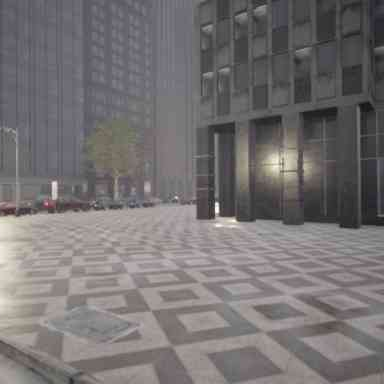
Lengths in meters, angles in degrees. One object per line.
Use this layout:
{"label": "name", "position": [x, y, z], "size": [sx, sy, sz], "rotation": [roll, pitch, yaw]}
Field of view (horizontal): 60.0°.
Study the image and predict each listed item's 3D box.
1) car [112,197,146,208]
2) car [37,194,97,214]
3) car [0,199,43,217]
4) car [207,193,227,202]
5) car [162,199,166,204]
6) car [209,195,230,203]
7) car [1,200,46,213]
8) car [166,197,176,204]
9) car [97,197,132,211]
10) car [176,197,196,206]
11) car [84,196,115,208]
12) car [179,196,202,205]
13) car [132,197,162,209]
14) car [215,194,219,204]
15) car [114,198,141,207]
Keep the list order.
{"label": "car", "position": [-9.356, 1.481, 49.717], "size": [2.128, 1.511, 4.902], "rotation": [-1, 0, 35]}
{"label": "car", "position": [-12.870, 1.278, 34.546], "size": [2.192, 1.841, 5.009], "rotation": [-1, 0, 35]}
{"label": "car", "position": [-16.078, 1.565, 29.909], "size": [1.802, 1.307, 4.206], "rotation": [-1, 0, 35]}
{"label": "car", "position": [5.808, 1.280, 76.493], "size": [2.192, 1.841, 5.009], "rotation": [-1, 0, 35]}
{"label": "car", "position": [-7.129, 1.529, 57.806], "size": [1.752, 1.417, 4.829], "rotation": [-1, 0, 35]}
{"label": "car", "position": [5.462, 1.402, 65.534], "size": [2.128, 1.511, 4.902], "rotation": [-1, 0, 35]}
{"label": "car", "position": [-19.874, 1.627, 39.401], "size": [1.947, 1.339, 4.313], "rotation": [-1, 0, 35]}
{"label": "car", "position": [-3.822, 1.558, 62.583], "size": [1.947, 1.339, 4.313], "rotation": [-1, 0, 35]}
{"label": "car", "position": [-9.658, 1.513, 39.181], "size": [1.947, 1.339, 4.313], "rotation": [-1, 0, 35]}
{"label": "car", "position": [-0.028, 1.450, 53.088], "size": [1.887, 1.381, 4.507], "rotation": [-1, 0, 35]}
{"label": "car", "position": [-13.455, 1.469, 48.673], "size": [1.967, 1.590, 4.097], "rotation": [-1, 0, 35]}
{"label": "car", "position": [-0.218, 1.492, 57.319], "size": [1.994, 1.385, 4.181], "rotation": [-1, 0, 34]}
{"label": "car", "position": [-6.448, 1.497, 43.816], "size": [1.947, 1.339, 4.313], "rotation": [-1, 0, 35]}
{"label": "car", "position": [3.181, 1.209, 57.725], "size": [2.192, 1.841, 5.009], "rotation": [-1, 0, 35]}
{"label": "car", "position": [-10.243, 1.597, 53.310], "size": [1.802, 1.307, 4.206], "rotation": [-1, 0, 35]}
